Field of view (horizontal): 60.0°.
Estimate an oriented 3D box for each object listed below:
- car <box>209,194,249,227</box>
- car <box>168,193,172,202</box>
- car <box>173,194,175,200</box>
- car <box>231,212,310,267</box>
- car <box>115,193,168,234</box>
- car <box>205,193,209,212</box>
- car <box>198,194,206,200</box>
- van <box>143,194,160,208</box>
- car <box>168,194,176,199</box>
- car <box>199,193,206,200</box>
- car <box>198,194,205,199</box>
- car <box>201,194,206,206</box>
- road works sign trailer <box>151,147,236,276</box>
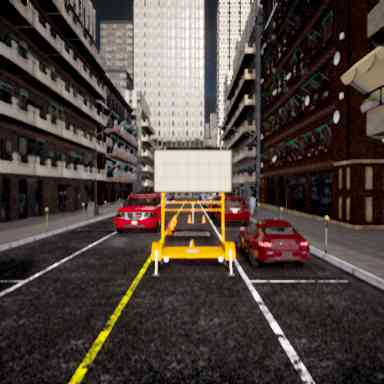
[{"bbox_3d":[2.547,1.233,22.083,2.192,1.841,5.009,-1,0,0],"label":"car"},{"bbox_3d":[-5.342,1.211,60.905,1.967,1.590,4.097,-1,0,0],"label":"car"},{"bbox_3d":[-5.347,1.019,77.552,2.192,1.841,5.009,-1,0,0],"label":"car"},{"bbox_3d":[2.554,1.541,10.986,1.802,1.307,4.206,-1,0,0],"label":"car"},{"bbox_3d":[-2.856,1.150,19.205,2.150,2.045,5.566,0,0,0],"label":"car"},{"bbox_3d":[2.546,1.212,27.632,2.192,1.841,5.009,-1,0,0],"label":"car"},{"bbox_3d":[2.534,1.227,83.123,1.887,1.381,4.507,-1,0,0],"label":"car"},{"bbox_3d":[-5.338,1.176,44.257,1.690,1.788,3.998,-1,0,0],"label":"van"},{"bbox_3d":[-5.348,1.205,88.650,1.887,1.381,4.507,-1,0,0],"label":"car"},{"bbox_3d":[2.542,1.254,49.828,1.967,1.590,4.097,-1,0,0],"label":"car"},{"bbox_3d":[2.532,1.184,88.842,1.752,1.417,4.829,-1,0,0],"label":"car"},{"bbox_3d":[2.544,1.359,44.450,1.752,1.417,4.829,-1,0,0],"label":"car"},{"bbox_3d":[0.028,0.426,10.231,2.380,3.560,2.880,0,0,-1],"label":"road works sign trailer"}]
